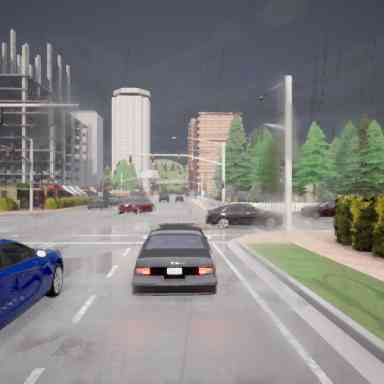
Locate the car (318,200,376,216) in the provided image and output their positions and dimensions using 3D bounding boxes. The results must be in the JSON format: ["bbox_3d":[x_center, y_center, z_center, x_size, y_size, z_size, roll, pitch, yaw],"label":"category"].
[{"bbox_3d":[14.714,1.526,31.691,4.674,1.442,1.812,0,0,-1],"label":"car"}]

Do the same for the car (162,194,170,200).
[{"bbox_3d":[-6.665,1.351,84.745,1.812,1.442,4.674,0,0,-2],"label":"car"}]

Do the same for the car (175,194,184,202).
[{"bbox_3d":[-2.831,1.493,75.659,1.837,1.490,4.892,0,0,-2],"label":"car"}]

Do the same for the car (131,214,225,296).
[{"bbox_3d":[-0.409,1.547,8.820,2.033,1.411,5.357,0,0,-2],"label":"car"}]

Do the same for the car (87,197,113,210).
[{"bbox_3d":[-12.278,1.547,43.820,2.033,1.411,5.357,0,0,-2],"label":"car"}]

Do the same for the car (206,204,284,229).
[{"bbox_3d":[3.273,1.505,20.882,4.892,1.490,1.837,0,0,-1],"label":"car"}]

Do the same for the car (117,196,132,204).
[{"bbox_3d":[-12.963,1.547,64.406,2.033,1.411,5.357,0,0,-1],"label":"car"}]

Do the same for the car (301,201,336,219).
[{"bbox_3d":[11.779,1.478,28.178,5.008,1.535,1.882,0,0,-1],"label":"car"}]

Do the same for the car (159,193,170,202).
[{"bbox_3d":[-6.317,1.217,75.211,2.150,2.045,5.566,0,0,-2],"label":"car"}]

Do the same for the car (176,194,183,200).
[{"bbox_3d":[-3.167,1.326,84.873,1.837,1.490,4.892,0,0,-2],"label":"car"}]

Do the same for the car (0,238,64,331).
[{"bbox_3d":[-3.723,1.478,5.526,1.882,1.535,5.008,0,0,-3],"label":"car"}]

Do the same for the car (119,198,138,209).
[{"bbox_3d":[-8.881,1.564,46.829,1.994,1.385,4.181,0,0,-2],"label":"car"}]

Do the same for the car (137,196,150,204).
[{"bbox_3d":[-9.486,1.564,65.144,1.994,1.385,4.181,0,0,-1],"label":"car"}]

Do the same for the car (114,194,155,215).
[{"bbox_3d":[-5.592,1.352,34.081,2.097,1.767,4.553,0,0,21],"label":"car"}]

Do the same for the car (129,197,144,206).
[{"bbox_3d":[-9.175,1.564,55.191,1.994,1.385,4.181,0,0,-2],"label":"car"}]
